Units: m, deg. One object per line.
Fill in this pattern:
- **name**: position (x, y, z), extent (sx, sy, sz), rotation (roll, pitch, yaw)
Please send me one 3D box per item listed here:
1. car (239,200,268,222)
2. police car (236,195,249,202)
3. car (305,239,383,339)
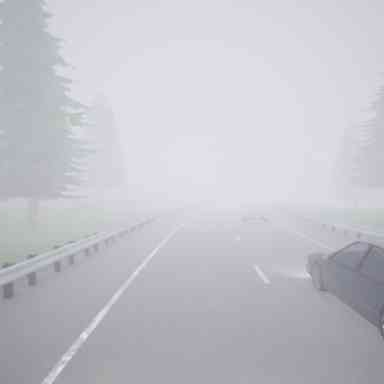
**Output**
- **car**: position (5.033, 1.624, 26.997), extent (1.812, 1.442, 4.674), rotation (0, 0, 5)
- **police car**: position (12.809, 1.735, 86.976), extent (1.930, 1.638, 5.238), rotation (0, 0, 18)
- **car**: position (3.713, 1.574, 5.955), extent (2.033, 1.411, 5.357), rotation (0, 0, 1)
